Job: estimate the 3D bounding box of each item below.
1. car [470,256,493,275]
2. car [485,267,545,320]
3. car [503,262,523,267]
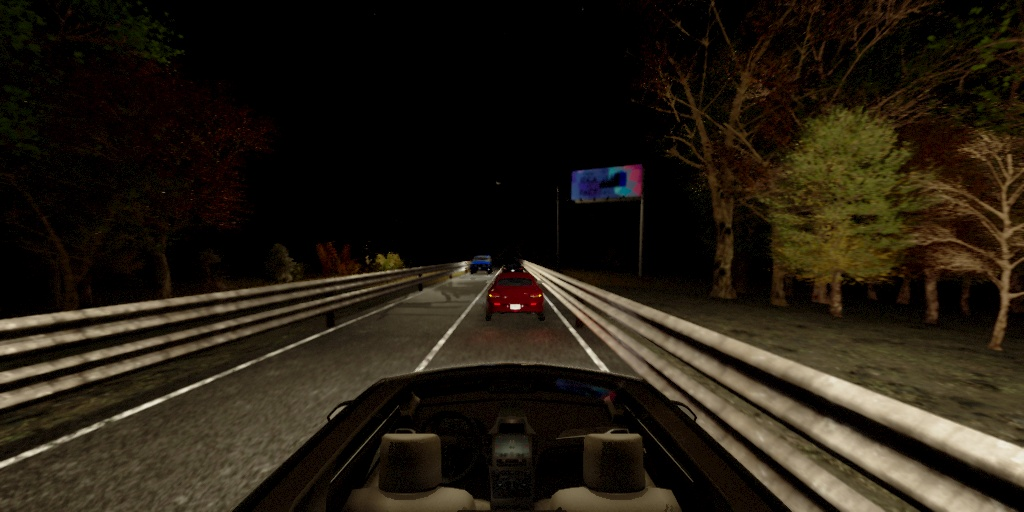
[{"bbox_3d":[-3.305,0.960,39.639,2.150,2.045,5.566,0,0,0],"label":"car"},{"bbox_3d":[0.094,1.272,12.470,1.812,1.442,4.674,0,0,0],"label":"car"},{"bbox_3d":[0.083,1.303,34.732,1.994,1.385,4.181,0,0,0],"label":"car"}]
